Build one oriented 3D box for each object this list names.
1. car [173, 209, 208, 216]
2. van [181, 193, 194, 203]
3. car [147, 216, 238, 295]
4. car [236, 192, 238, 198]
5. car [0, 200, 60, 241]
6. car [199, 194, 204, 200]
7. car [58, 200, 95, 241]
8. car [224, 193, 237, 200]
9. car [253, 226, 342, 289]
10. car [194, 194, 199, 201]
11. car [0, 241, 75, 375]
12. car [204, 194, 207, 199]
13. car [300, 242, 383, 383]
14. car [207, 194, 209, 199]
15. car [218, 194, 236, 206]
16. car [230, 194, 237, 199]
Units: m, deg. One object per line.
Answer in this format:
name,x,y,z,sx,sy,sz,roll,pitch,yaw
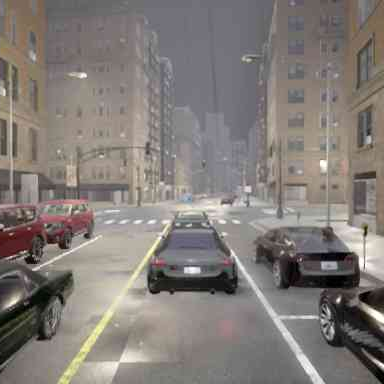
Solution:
car,-0.060,1.569,17.623,1.895,1.301,4.718,0,0,0
van,-1.212,1.152,65.430,1.690,1.788,3.998,0,0,9
car,0.018,1.549,8.718,1.994,1.385,4.181,0,0,0
car,10.536,1.074,85.878,2.192,1.841,5.009,0,0,9
car,-5.707,1.300,8.892,2.192,1.841,5.009,-1,0,0
car,1.254,1.284,81.564,1.752,1.417,4.829,0,0,9
car,-5.727,1.289,14.400,2.192,1.841,5.009,-1,0,0
car,7.217,1.392,64.143,1.947,1.339,4.313,0,0,9
car,2.821,1.550,8.931,1.947,1.339,4.313,-1,0,0
car,-0.381,1.231,70.864,1.967,1.590,4.097,0,0,9
car,-3.012,1.594,3.727,1.895,1.301,4.718,0,0,0
car,2.111,1.326,87.166,1.802,1.307,4.206,0,0,9
car,2.841,1.560,3.424,1.947,1.339,4.313,-1,0,0
car,2.940,1.171,92.600,1.967,1.590,4.097,0,0,9
car,5.556,1.434,53.276,1.947,1.339,4.313,0,0,9
car,11.393,1.272,91.480,1.752,1.417,4.829,0,0,9
